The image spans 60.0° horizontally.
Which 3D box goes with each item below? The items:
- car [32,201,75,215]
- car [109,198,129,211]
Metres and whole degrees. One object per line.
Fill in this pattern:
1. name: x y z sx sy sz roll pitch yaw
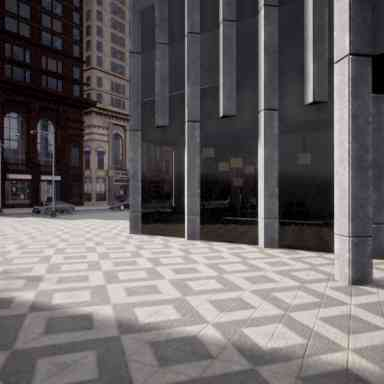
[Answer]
1. car: -14.589 1.630 35.167 1.994 1.385 4.181 0 0 36
2. car: -8.632 1.601 43.496 1.837 1.490 4.892 0 0 36
